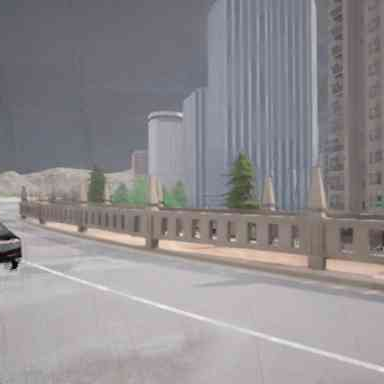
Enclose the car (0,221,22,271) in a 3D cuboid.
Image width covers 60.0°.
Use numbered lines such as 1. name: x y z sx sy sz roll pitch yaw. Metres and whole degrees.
1. car: -6.785 1.518 10.043 4.902 1.511 2.128 0 0 44
